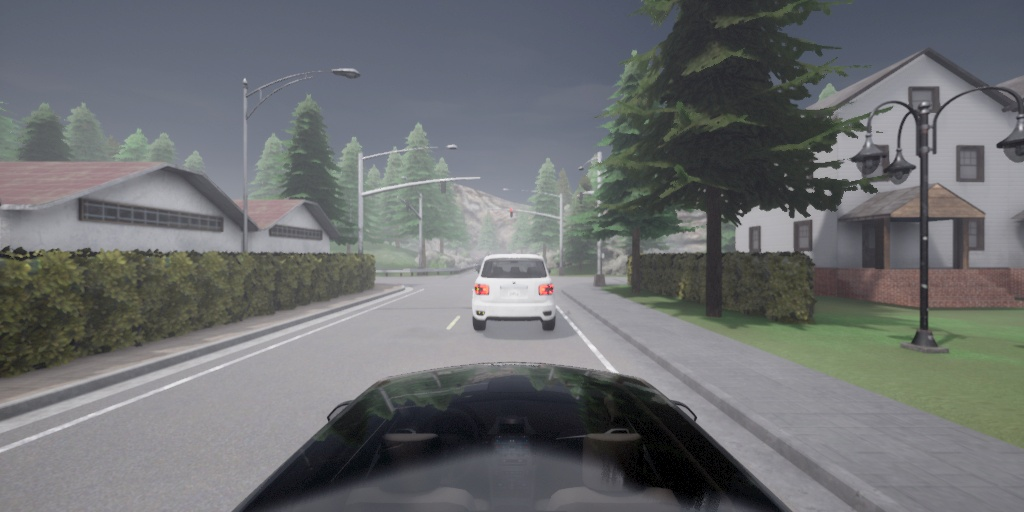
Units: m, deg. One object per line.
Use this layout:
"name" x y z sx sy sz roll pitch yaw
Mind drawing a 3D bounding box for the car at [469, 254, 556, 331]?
"car" 0.066 0.965 11.123 2.150 2.045 5.566 0 0 0

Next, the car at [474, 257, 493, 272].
"car" -3.580 1.071 46.426 2.097 1.767 4.553 0 0 0
